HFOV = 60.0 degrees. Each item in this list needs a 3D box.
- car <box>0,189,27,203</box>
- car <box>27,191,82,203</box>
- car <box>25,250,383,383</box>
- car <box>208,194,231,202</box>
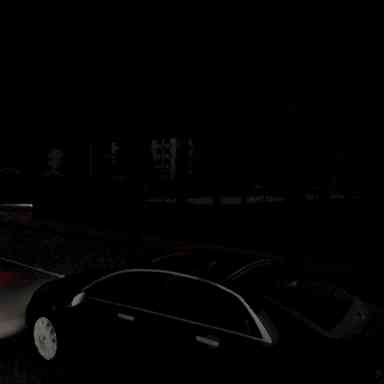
[{"bbox_3d":[-19.465,0.419,35.494,2.128,1.511,4.902,2,1,38],"label":"car"},{"bbox_3d":[-14.533,0.595,36.157,2.033,1.411,5.357,2,1,38],"label":"car"},{"bbox_3d":[-0.132,1.490,4.077,4.892,1.490,1.837,1,0,36],"label":"car"},{"bbox_3d":[4.271,0.811,49.061,1.837,1.490,4.892,2,1,37],"label":"car"}]
